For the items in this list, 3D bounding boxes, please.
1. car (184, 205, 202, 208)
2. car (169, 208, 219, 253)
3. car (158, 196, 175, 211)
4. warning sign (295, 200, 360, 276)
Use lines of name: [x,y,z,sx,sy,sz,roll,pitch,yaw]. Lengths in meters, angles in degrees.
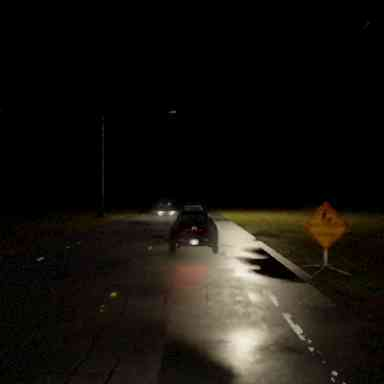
car: [0.093,1.808,29.108,1.895,1.301,4.718,0,-1,0]
car: [0.086,1.590,14.035,1.837,1.490,4.892,0,-2,0]
car: [-3.567,1.654,47.924,2.150,2.045,5.566,0,-1,0]
warning sign: [3.558,1.170,8.860,1.300,1.860,1.060,0,0,0]
